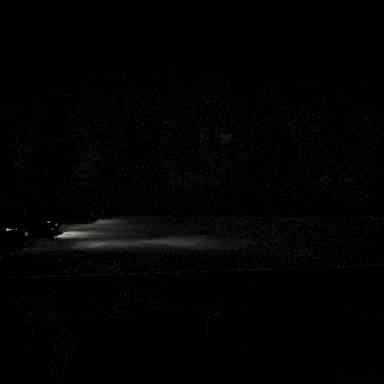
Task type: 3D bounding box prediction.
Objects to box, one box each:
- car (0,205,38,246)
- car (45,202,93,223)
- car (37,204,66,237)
[{"bbox_3d":[-9.143,1.429,13.150,4.902,1.511,2.128,0,0,-8],"label":"car"},{"bbox_3d":[-9.517,1.426,23.714,4.674,1.442,1.812,0,0,-8],"label":"car"},{"bbox_3d":[-8.903,1.489,16.719,4.181,1.385,1.994,0,0,-8],"label":"car"}]
